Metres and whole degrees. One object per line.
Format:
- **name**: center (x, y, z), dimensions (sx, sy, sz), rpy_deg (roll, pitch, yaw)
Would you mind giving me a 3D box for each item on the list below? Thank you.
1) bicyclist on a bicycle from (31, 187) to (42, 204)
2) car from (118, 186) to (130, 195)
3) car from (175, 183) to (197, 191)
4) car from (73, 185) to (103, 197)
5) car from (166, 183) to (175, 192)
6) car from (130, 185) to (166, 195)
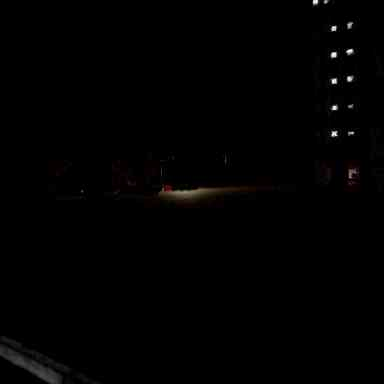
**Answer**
- **bicyclist on a bicycle**: center (-14.824, 0.381, 31.621), dimensions (1.656, 1.620, 0.582), rpy_deg (-1, 2, 33)
- **car**: center (-9.716, -0.296, 54.414), dimensions (2.033, 1.411, 5.357), rpy_deg (0, 2, 31)
- **car**: center (-0.794, -0.811, 63.660), dimensions (1.895, 1.301, 4.718), rpy_deg (-1, 2, 28)
- **car**: center (-15.826, -0.186, 50.696), dimensions (2.097, 1.767, 4.553), rpy_deg (-1, 2, 31)
- **car**: center (-3.680, -1.032, 65.161), dimensions (2.097, 1.767, 4.553), rpy_deg (-1, 2, 28)
- **car**: center (-6.928, -0.319, 52.744), dimensions (2.033, 1.411, 5.357), rpy_deg (0, 2, 31)
